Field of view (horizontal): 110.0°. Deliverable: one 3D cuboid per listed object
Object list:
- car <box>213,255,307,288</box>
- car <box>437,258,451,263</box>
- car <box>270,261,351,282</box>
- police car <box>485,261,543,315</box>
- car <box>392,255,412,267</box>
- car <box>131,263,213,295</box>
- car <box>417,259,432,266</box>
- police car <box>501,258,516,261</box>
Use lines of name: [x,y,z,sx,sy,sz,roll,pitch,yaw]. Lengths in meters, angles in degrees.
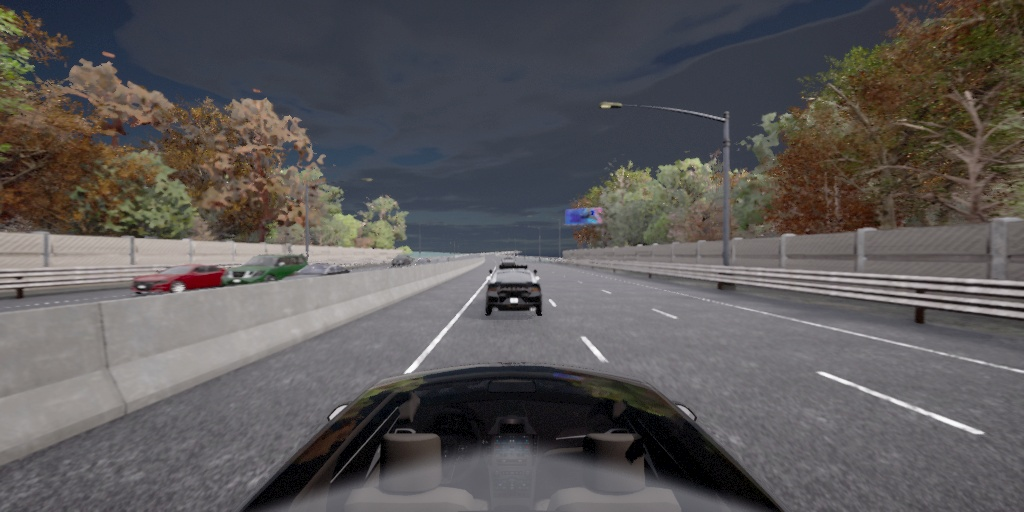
car: [-14.223,0.928,21.261,2.150,2.045,5.566,0,0,-1]
car: [-11.557,1.080,60.940,1.882,1.535,5.008,0,0,-1]
car: [-10.710,1.199,20.023,2.128,1.511,4.902,0,0,-1]
police car: [0.046,1.146,13.539,1.930,1.638,5.238,0,0,0]
car: [-18.541,0.828,60.568,2.150,2.045,5.566,0,0,-1]
car: [-17.704,1.188,19.617,1.882,1.535,5.008,0,0,-1]
car: [-15.088,1.163,62.047,1.994,1.385,4.181,0,0,-1]
police car: [-0.449,1.068,44.492,1.930,1.638,5.238,0,0,-1]
